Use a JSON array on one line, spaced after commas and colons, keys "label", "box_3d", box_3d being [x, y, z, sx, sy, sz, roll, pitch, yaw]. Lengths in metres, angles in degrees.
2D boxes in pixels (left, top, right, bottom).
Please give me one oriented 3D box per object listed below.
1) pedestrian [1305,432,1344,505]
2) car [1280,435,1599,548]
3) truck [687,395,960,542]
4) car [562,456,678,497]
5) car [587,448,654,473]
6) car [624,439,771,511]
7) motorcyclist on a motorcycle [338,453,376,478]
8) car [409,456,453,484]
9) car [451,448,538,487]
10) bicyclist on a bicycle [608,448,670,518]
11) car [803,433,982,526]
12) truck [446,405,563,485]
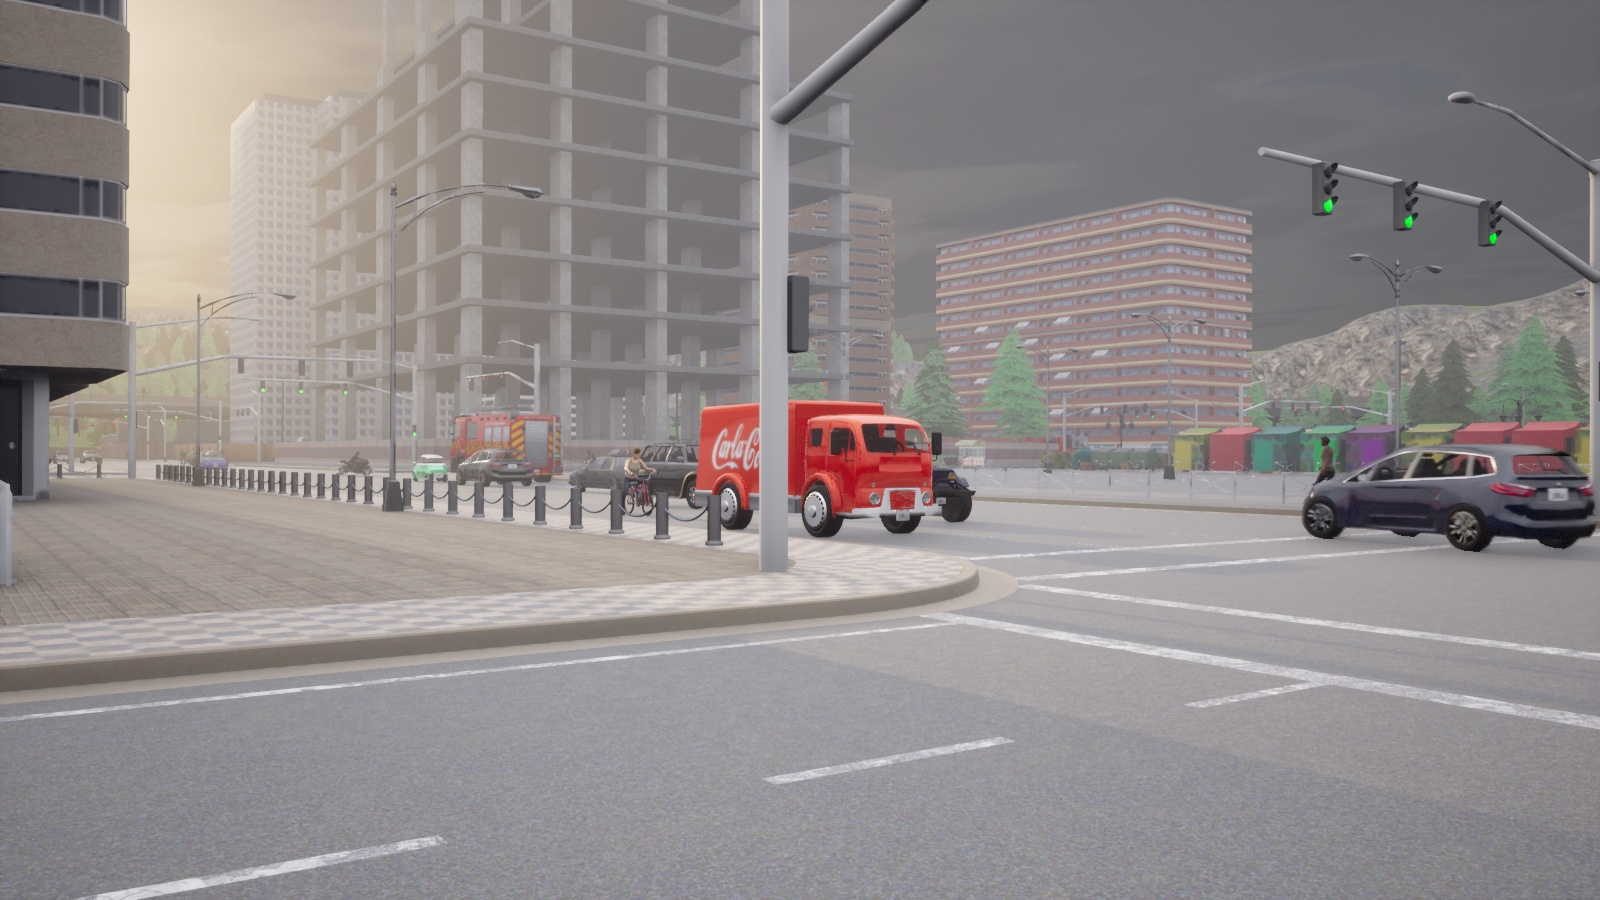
[{"label": "pedestrian", "box_3d": [13.141, 0.452, 31.473, 0.328, 1.805, 0.869, 0, 0, -36]}, {"label": "car", "box_3d": [10.595, 0.618, 21.036, 2.242, 1.667, 4.611, 0, 0, -22]}, {"label": "truck", "box_3d": [0.298, 0.316, 23.968, 2.627, 2.467, 5.204, 0, 0, -35]}, {"label": "car", "box_3d": [-6.685, 0.919, 46.150, 2.033, 1.411, 5.357, 0, 0, -35]}, {"label": "car", "box_3d": [-13.560, 0.767, 95.001, 4.605, 1.855, 1.932, 0, 0, -35]}, {"label": "car", "box_3d": [-2.904, 0.652, 34.644, 1.932, 1.855, 4.605, 0, 0, -36]}, {"label": "motorcyclist on a motorcycle", "box_3d": [-27.092, 0.941, 76.784, 2.044, 1.523, 0.797, 0, 0, -36]}, {"label": "car", "box_3d": [-18.520, 0.992, 63.056, 1.481, 1.376, 2.207, 0, 1, -35]}, {"label": "car", "box_3d": [-13.688, 0.756, 56.158, 2.242, 1.667, 4.611, 0, 0, -35]}, {"label": "bicyclist on a bicycle", "box_3d": [-3.851, 0.763, 29.902, 0.866, 1.612, 1.509, 0, 0, -35]}, {"label": "car", "box_3d": [1.961, 0.604, 27.694, 1.905, 1.878, 3.866, 0, 0, -35]}, {"label": "truck", "box_3d": [-15.312, -0.228, 64.577, 2.891, 3.827, 8.468, 0, 0, -35]}]
